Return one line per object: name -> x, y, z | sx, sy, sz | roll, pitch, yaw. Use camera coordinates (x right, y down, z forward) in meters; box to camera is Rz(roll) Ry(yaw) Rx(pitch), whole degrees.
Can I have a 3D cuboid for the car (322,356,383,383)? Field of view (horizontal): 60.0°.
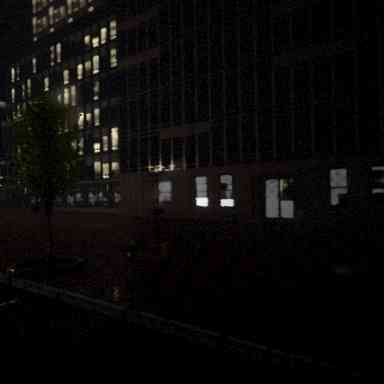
car -> 2.359, 1.430, 1.210 | 4.097, 1.590, 1.967 | -1, -1, 35
